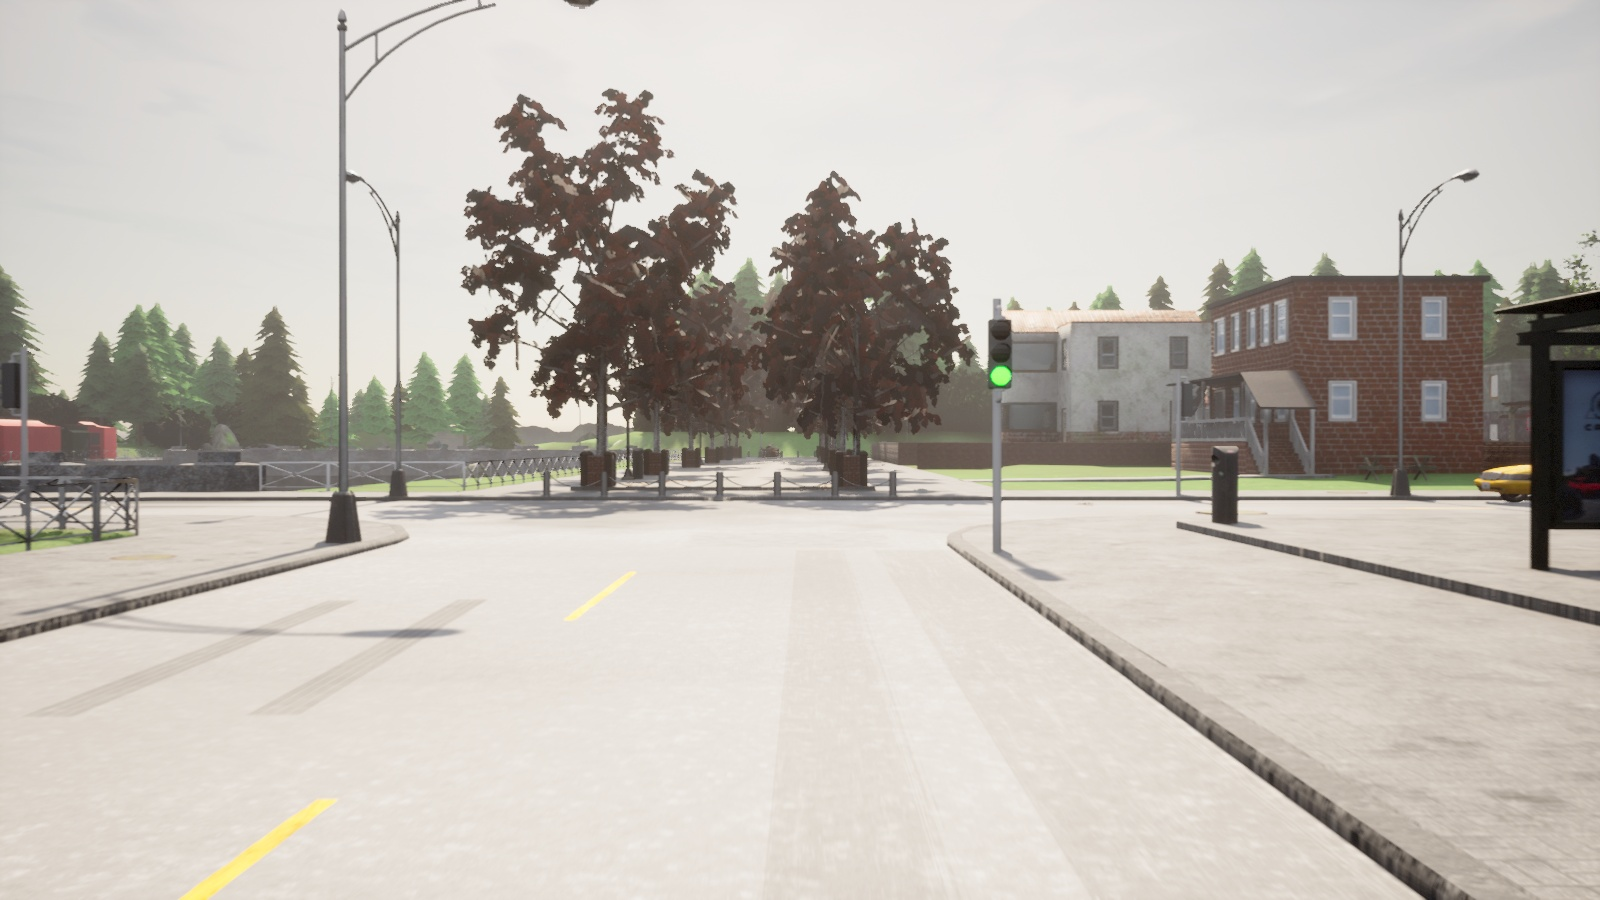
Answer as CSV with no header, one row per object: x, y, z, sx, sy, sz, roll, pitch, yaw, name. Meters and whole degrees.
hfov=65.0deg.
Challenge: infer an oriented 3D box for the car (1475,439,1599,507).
19.377,0.531,30.118,5.366,1.575,1.801,0,0,1,car
